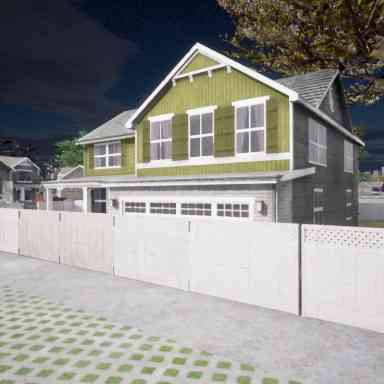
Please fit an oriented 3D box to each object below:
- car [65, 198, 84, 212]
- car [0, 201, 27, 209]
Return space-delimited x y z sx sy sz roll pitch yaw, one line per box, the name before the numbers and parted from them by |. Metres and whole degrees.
car | -14.981 1.497 41.742 2.097 1.767 4.553 0 0 20
car | -18.228 1.605 32.062 1.837 1.490 4.892 0 0 18
